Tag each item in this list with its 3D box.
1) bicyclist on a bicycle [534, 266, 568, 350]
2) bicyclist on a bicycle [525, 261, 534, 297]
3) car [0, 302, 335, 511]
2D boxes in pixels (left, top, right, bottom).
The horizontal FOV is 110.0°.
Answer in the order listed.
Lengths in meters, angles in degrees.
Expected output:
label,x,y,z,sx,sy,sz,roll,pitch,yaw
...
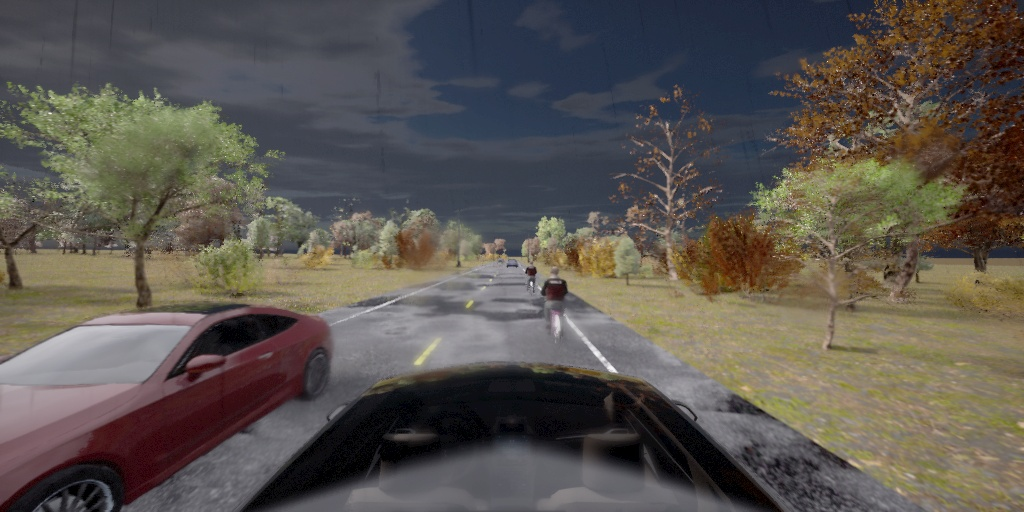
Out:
label,x,y,z,sx,sy,sz,roll,pitch,yaw
bicyclist on a bicycle,0.957,1.120,8.153,0.659,1.776,1.843,0,0,0
bicyclist on a bicycle,0.953,1.122,17.894,0.659,1.776,1.843,0,0,0
car,-3.600,1.275,3.712,1.812,1.442,4.674,0,0,0
